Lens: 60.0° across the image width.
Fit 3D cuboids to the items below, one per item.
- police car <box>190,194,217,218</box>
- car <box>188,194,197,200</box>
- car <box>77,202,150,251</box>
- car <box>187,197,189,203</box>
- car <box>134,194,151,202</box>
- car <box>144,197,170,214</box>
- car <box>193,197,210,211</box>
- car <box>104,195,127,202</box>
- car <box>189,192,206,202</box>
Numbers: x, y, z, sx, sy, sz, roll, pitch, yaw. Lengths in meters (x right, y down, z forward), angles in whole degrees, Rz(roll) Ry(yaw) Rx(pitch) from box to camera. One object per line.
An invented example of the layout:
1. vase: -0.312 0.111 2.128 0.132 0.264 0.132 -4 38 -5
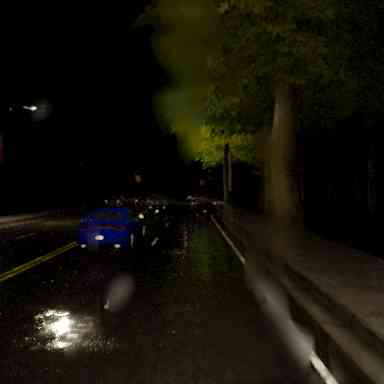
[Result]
1. police car: 0.994 1.268 28.099 1.930 1.638 5.238 0 0 0
2. car: 0.056 1.172 80.271 2.033 1.411 5.357 0 0 0
3. car: -3.141 1.392 13.767 1.882 1.535 5.008 0 0 0
4. car: 0.043 1.279 61.311 1.994 1.385 4.181 0 0 0
5. car: -6.553 1.125 45.385 2.097 1.767 4.553 0 0 0
6. car: -3.127 1.426 32.213 1.895 1.301 4.718 0 0 0
7. car: 1.001 1.307 37.990 1.837 1.490 4.892 0 0 0
8. car: -9.808 1.134 42.812 2.097 1.767 4.553 0 0 0
9. car: 1.006 1.003 44.019 2.150 2.045 5.566 0 0 0
